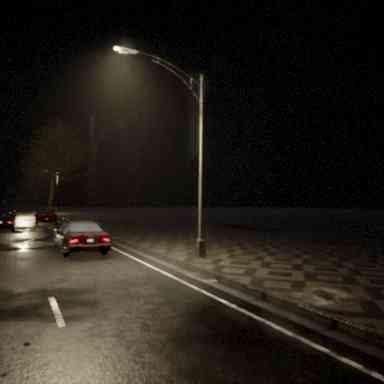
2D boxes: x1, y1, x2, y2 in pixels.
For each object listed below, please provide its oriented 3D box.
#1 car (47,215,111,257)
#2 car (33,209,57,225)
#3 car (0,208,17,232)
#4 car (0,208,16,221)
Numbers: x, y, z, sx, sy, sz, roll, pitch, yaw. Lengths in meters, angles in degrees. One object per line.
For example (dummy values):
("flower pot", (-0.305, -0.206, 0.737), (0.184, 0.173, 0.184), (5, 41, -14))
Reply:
("car", (-5.152, 2.007, 15.242), (2.033, 1.411, 5.357), (2, -2, -28))
("car", (-14.497, 2.405, 32.784), (1.882, 1.535, 5.008), (2, -2, -28))
("car", (-14.423, 2.217, 25.204), (2.033, 1.411, 5.357), (2, -2, -28))
("car", (-21.475, 2.584, 38.390), (1.994, 1.385, 4.181), (2, -2, -28))
